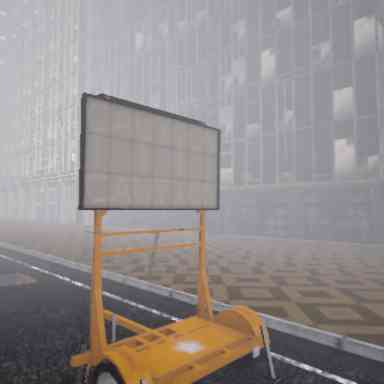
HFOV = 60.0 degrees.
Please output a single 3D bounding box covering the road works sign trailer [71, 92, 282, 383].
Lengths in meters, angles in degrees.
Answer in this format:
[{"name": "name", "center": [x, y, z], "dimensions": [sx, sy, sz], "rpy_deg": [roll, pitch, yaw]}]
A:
[{"name": "road works sign trailer", "center": [-0.588, 0.650, 4.651], "dimensions": [2.880, 3.560, 2.380], "rpy_deg": [-1, -3, 44]}]
